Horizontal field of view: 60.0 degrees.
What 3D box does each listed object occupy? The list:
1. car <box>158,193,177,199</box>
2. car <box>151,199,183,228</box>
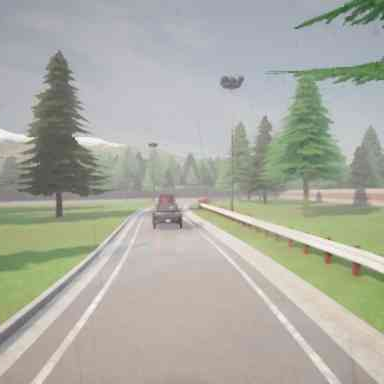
[{"bbox_3d":[-3.177,1.158,42.588,2.150,2.045,5.566,0,0,-2],"label":"car"},{"bbox_3d":[-1.633,1.459,21.780,2.128,1.511,4.902,0,0,-6],"label":"car"}]
